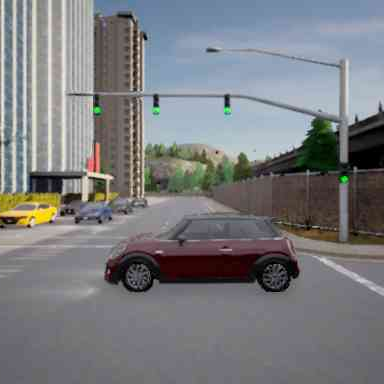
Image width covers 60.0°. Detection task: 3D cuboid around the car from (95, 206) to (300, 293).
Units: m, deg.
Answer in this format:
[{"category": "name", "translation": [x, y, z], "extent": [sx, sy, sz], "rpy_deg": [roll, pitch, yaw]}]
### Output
[{"category": "car", "translation": [0.208, 1.339, 8.326], "extent": [4.553, 1.767, 2.097], "rpy_deg": [0, 0, 0]}]

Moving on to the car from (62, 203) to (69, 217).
[{"category": "car", "translation": [-10.575, 1.493, 30.795], "extent": [1.994, 1.385, 4.181], "rpy_deg": [0, 0, 1]}]

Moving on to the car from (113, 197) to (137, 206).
[{"category": "car", "translation": [-7.080, 1.453, 33.355], "extent": [1.812, 1.442, 4.674], "rpy_deg": [0, 0, 0]}]

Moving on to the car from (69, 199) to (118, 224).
[{"category": "car", "translation": [-7.086, 1.465, 24.482], "extent": [1.812, 1.442, 4.674], "rpy_deg": [0, 0, 0]}]

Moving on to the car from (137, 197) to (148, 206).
[{"category": "car", "translation": [-7.060, 1.404, 44.809], "extent": [2.128, 1.511, 4.902], "rpy_deg": [0, 0, 0]}]

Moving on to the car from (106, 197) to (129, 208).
[{"category": "car", "translation": [-10.552, 1.454, 47.475], "extent": [2.033, 1.411, 5.357], "rpy_deg": [0, 0, 0]}]

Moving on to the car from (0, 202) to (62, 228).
[{"category": "car", "translation": [-10.589, 1.419, 21.801], "extent": [1.882, 1.535, 5.008], "rpy_deg": [0, 0, 0]}]
